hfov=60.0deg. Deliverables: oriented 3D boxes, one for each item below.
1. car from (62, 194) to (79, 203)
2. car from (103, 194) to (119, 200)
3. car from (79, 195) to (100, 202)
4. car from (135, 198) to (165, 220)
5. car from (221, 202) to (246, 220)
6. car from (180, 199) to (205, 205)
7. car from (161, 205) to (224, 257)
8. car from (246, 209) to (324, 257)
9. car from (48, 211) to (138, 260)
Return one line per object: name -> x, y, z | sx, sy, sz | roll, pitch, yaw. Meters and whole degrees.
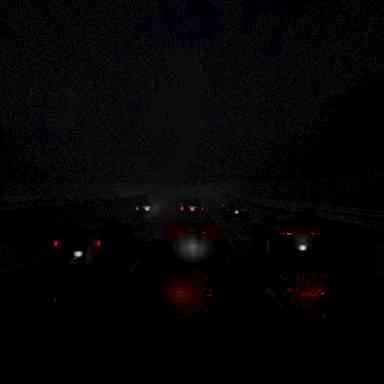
car -> -21.045, 1.100, 58.071 | 1.812, 1.442, 4.674 | 0, 1, 1
car -> -14.054, 1.099, 58.082 | 1.812, 1.442, 4.674 | 0, 1, 1
car -> -17.552, 1.137, 58.118 | 1.994, 1.385, 4.181 | 0, 1, 1
car -> -3.458, 1.343, 27.920 | 2.097, 1.767, 4.553 | 0, 0, 0
car -> 3.547, 1.556, 28.226 | 1.994, 1.385, 4.181 | 0, 0, 0
car -> 0.042, 1.343, 27.917 | 2.097, 1.767, 4.553 | 0, 0, 0
car -> 0.043, 1.505, 12.996 | 1.837, 1.490, 4.892 | 0, 0, 0
car -> 3.543, 1.505, 13.004 | 1.837, 1.490, 4.892 | 0, 0, 0
car -> -3.462, 1.599, 12.388 | 1.895, 1.301, 4.718 | 0, 0, 0
